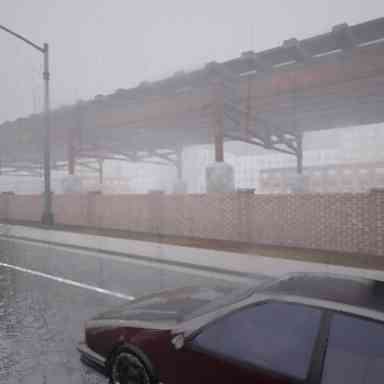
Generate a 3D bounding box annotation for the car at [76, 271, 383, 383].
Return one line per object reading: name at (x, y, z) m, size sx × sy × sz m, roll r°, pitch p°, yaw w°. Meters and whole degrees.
car at (1.241, 1.544, 3.106) m, size 5.357 × 1.411 × 2.033 m, roll 0°, pitch 0°, yaw 36°
